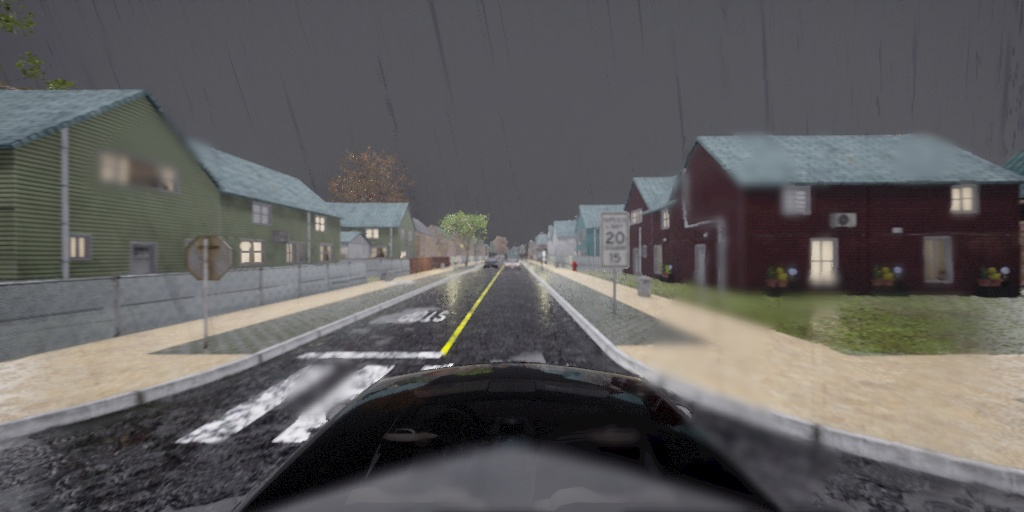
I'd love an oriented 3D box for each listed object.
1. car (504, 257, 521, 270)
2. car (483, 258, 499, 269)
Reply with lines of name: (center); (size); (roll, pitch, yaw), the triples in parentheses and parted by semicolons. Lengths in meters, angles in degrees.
car: (0.052, 0.969, 42.672); (1.895, 1.301, 4.718); (0, 0, 0)
car: (-2.690, 0.903, 47.231); (2.033, 1.411, 5.357); (0, 0, 0)
